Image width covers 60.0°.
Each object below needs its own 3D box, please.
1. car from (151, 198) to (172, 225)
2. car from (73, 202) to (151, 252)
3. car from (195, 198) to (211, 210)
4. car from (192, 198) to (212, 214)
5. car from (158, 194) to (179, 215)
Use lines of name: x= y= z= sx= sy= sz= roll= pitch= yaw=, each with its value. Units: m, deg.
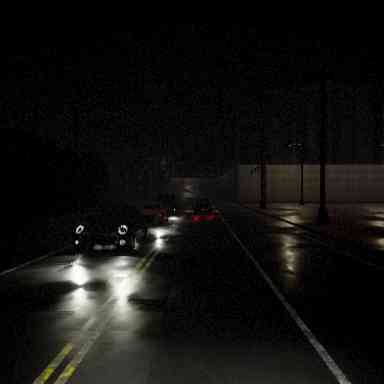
car: x=-2.831 y=1.478 z=24.027 sx=1.882 sy=1.535 sz=5.008 roll=0 pitch=0 yaw=2
car: x=-3.215 y=1.351 z=13.878 sx=2.097 sy=1.767 sz=4.553 roll=0 pitch=0 yaw=2
car: x=1.433 y=1.547 z=44.671 sx=2.033 sy=1.411 sz=5.357 roll=0 pitch=0 yaw=2
car: x=1.129 y=1.526 z=34.729 sx=1.812 sy=1.442 sz=4.674 roll=0 pitch=0 yaw=1
car: x=-2.539 y=1.221 z=33.953 sx=2.150 sy=2.045 sz=5.566 roll=0 pitch=0 yaw=0
